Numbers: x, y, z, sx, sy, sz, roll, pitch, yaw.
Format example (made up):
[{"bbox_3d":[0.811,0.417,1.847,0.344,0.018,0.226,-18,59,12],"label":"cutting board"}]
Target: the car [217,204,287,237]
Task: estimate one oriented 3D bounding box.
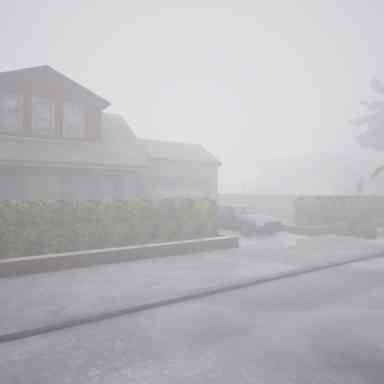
[{"bbox_3d":[2.234,1.354,16.975,2.033,1.415,5.357,0,0,-33],"label":"car"}]
